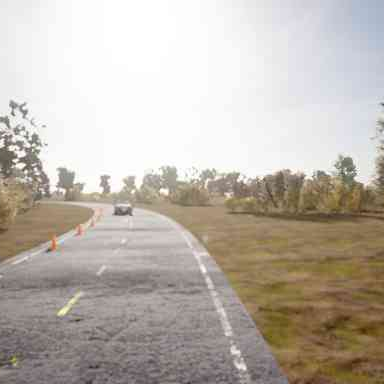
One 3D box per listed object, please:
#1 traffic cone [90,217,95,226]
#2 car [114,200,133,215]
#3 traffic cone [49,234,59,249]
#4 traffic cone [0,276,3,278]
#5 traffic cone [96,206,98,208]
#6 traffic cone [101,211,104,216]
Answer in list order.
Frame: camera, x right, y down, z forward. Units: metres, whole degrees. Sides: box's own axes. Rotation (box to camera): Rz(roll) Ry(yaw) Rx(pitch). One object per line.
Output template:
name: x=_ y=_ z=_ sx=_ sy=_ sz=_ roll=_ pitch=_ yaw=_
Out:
traffic cone: x=-7.035 y=2.077 z=23.545 sx=0.340 sy=0.580 sz=0.340 roll=0 pitch=0 yaw=-10
car: x=-7.603 y=1.681 z=36.783 sx=2.128 sy=1.511 sz=4.902 roll=0 pitch=0 yaw=-15
traffic cone: x=-5.721 y=2.032 z=13.816 sx=0.340 sy=0.580 sz=0.340 roll=0 pitch=0 yaw=-6
traffic cone: x=-5.308 y=2.010 z=8.924 sx=0.340 sy=0.580 sz=0.340 roll=0 pitch=0 yaw=-4
traffic cone: x=-13.129 y=2.216 z=47.297 sx=0.340 sy=0.580 sz=0.340 roll=0 pitch=0 yaw=-19
traffic cone: x=-7.934 y=2.102 z=28.372 sx=0.340 sy=0.580 sz=0.340 roll=0 pitch=0 yaw=-12
